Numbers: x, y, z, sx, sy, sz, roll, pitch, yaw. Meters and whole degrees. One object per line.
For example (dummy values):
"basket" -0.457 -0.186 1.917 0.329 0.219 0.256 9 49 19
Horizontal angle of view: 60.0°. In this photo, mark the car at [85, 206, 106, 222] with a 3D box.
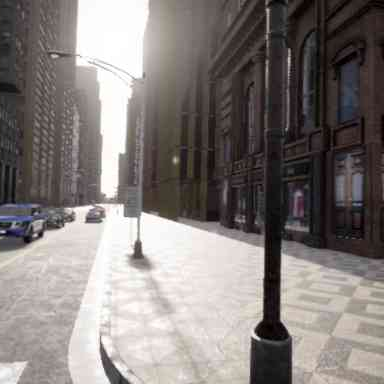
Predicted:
"car" -11.600 2.763 39.419 2.033 1.411 5.357 2 -2 -14

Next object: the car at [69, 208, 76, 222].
"car" -14.665 2.594 38.698 2.128 1.511 4.902 2 -2 -14

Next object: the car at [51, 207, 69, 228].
"car" -12.279 2.135 28.670 2.097 1.767 4.553 2 -2 -13

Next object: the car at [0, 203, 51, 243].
"car" -10.003 1.702 19.199 2.150 2.045 5.566 2 -2 -13

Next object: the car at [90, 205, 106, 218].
"car" -14.481 2.948 51.426 2.097 1.767 4.553 2 -2 -13
